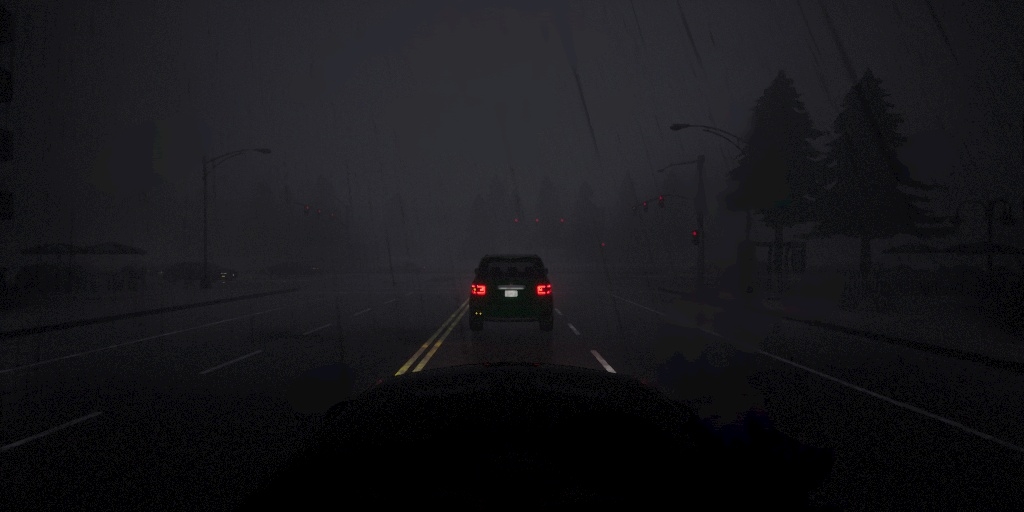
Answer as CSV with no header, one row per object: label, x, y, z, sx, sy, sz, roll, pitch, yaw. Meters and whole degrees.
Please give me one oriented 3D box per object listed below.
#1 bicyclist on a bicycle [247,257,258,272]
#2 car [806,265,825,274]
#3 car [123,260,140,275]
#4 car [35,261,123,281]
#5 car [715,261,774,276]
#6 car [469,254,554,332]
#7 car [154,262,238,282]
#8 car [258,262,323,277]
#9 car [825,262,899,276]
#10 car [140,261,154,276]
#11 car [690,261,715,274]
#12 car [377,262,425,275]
bicyclist on a bicycle,-30.088,0.995,41.582,0.582,1.620,1.656,0,0,0
car,34.092,1.294,38.153,4.718,1.301,1.895,0,0,2
car,-39.909,1.171,37.132,5.008,1.535,1.882,0,0,-7
car,-32.998,1.172,26.954,5.008,1.535,1.882,0,0,-2
car,22.954,1.185,34.707,4.902,1.511,2.128,0,0,0
car,-0.018,0.971,11.060,2.150,2.045,5.566,0,0,0
car,-23.529,1.199,27.129,4.892,1.490,1.837,0,0,-1
car,-21.158,1.241,34.373,5.357,1.411,2.033,0,0,0
car,34.152,1.241,34.689,5.357,1.411,2.033,0,0,1
car,-27.761,1.241,30.590,5.357,1.411,2.033,0,0,-2
car,21.507,1.220,38.202,4.674,1.442,1.812,0,0,0
car,-11.730,1.295,37.949,4.718,1.301,1.895,0,0,0
